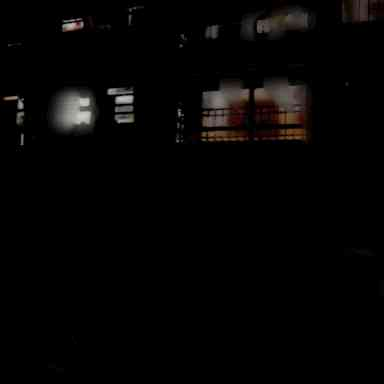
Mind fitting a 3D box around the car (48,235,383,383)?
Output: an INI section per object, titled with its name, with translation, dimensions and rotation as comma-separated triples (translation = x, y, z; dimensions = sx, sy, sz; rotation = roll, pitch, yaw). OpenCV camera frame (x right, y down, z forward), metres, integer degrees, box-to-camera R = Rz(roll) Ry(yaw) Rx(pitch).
[car]
translation = 0.321, 1.619, 5.232
dimensions = 5.009, 1.841, 2.192
rotation = 2, -3, 17
